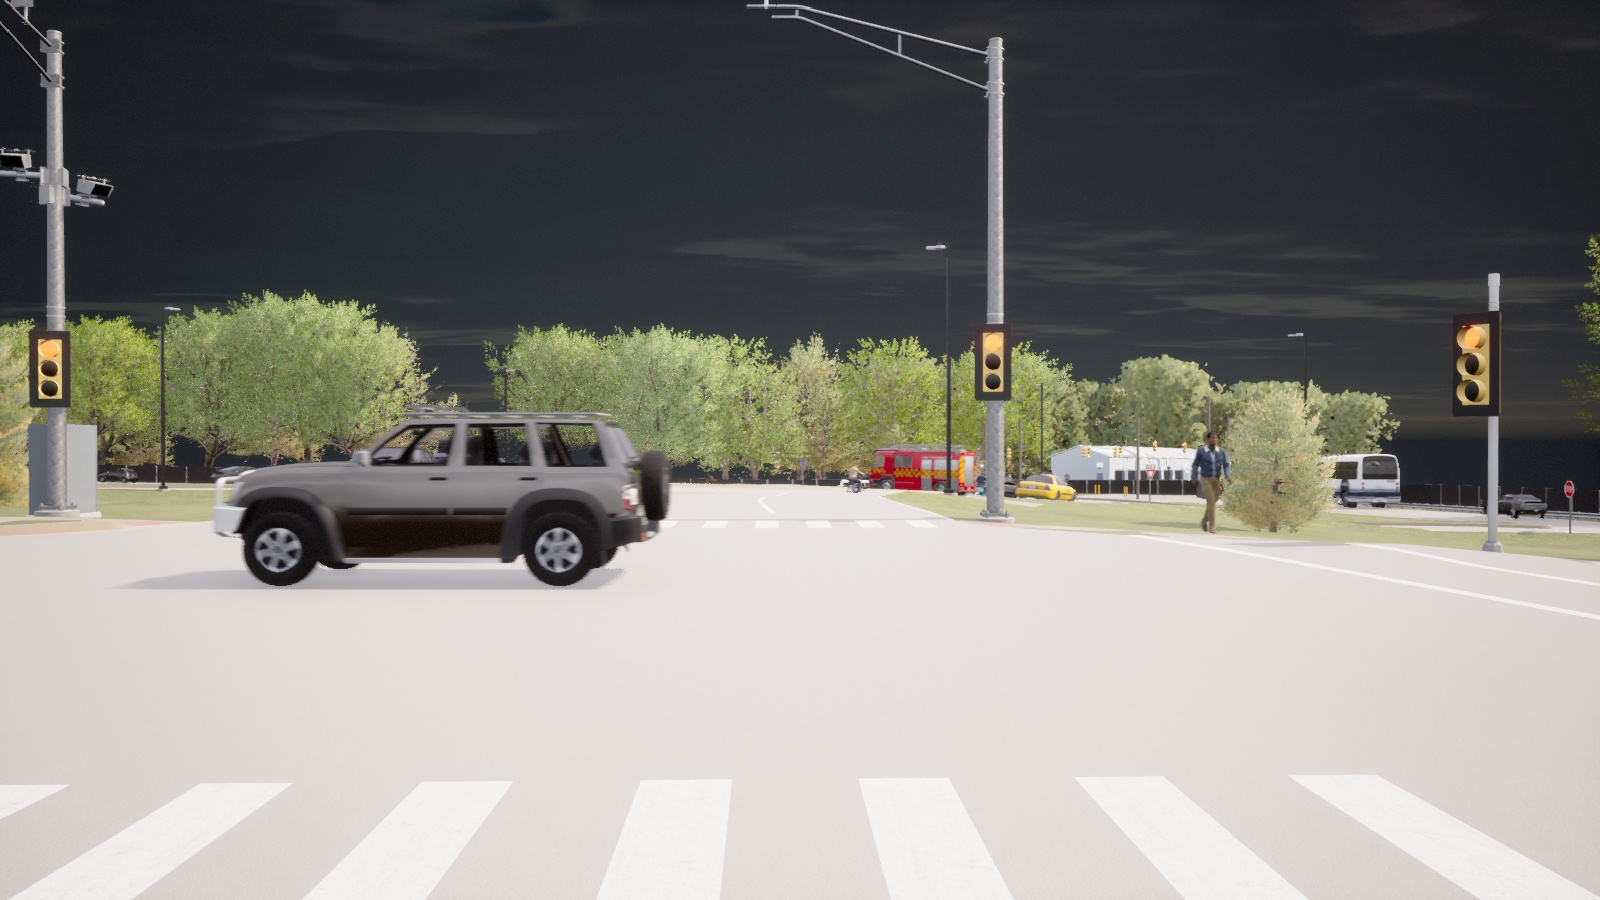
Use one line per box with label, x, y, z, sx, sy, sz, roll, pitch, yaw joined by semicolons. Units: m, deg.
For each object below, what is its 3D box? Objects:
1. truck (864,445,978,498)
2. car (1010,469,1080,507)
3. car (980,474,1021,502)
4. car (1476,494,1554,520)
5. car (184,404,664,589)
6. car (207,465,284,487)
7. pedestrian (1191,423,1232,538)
truck;9.150;1.544;95.691;8.468;3.827;2.891;0;1;41
car;12.016;1.875;61.280;1.801;1.575;5.366;5;-1;28
car;12.449;2.389;78.399;2.128;1.511;4.902;6;-1;6
car;44.870;3.558;78.972;2.128;1.511;4.902;0;-1;0
car;-3.886;0.459;13.587;4.605;1.855;1.932;0;1;0
car;-39.039;1.866;88.602;1.837;1.490;4.892;0;-2;26
pedestrian;7.096;0.518;21.681;0.423;1.949;0.788;0;1;-1
